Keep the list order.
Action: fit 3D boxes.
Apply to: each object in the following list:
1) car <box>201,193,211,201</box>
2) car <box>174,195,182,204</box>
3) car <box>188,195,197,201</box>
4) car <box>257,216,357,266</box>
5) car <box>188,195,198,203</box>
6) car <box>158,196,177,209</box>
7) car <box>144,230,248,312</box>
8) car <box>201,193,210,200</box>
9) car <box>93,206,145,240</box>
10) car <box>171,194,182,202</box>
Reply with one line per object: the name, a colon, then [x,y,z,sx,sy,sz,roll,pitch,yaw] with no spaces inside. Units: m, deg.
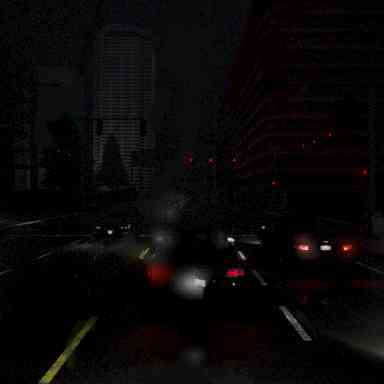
car: [3.627,1.493,80.597,1.837,1.490,4.892,0,0,0]
car: [-3.474,1.491,61.037,2.128,1.511,4.902,0,0,0]
car: [0.128,1.534,81.459,2.033,1.411,5.357,0,0,0]
car: [3.607,1.547,11.437,2.033,1.411,5.357,0,0,0]
car: [0.142,1.502,70.396,1.837,1.490,4.892,0,0,0]
car: [-3.527,1.601,45.519,1.895,1.301,4.718,0,0,0]
car: [0.081,1.564,7.820,1.994,1.385,4.181,0,0,0]
car: [3.642,1.207,90.481,2.150,2.045,5.566,0,0,0]
car: [-3.573,1.506,16.942,1.837,1.490,4.892,0,0,0]
car: [-3.384,1.355,73.992,2.097,1.767,4.553,0,0,0]
